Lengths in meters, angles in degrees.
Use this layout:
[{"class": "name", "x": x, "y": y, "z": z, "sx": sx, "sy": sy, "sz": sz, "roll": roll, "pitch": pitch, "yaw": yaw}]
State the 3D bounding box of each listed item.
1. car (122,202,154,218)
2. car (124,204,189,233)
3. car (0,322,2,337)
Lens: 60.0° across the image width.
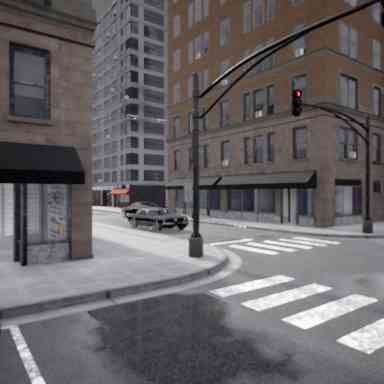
[{"class": "car", "x": -4.361, "y": 1.581, "z": 28.646, "sx": 1.882, "sy": 1.535, "sz": 5.008, "roll": 0, "pitch": 0, "yaw": -36}, {"class": "car", "x": -2.209, "y": 1.673, "z": 20.639, "sx": 1.895, "sy": 1.301, "sz": 4.718, "roll": 0, "pitch": 0, "yaw": -36}, {"class": "car", "x": -4.255, "y": 1.566, "z": 3.140, "sx": 4.313, "sy": 1.339, "sz": 1.947, "roll": 0, "pitch": 0, "yaw": -36}]
